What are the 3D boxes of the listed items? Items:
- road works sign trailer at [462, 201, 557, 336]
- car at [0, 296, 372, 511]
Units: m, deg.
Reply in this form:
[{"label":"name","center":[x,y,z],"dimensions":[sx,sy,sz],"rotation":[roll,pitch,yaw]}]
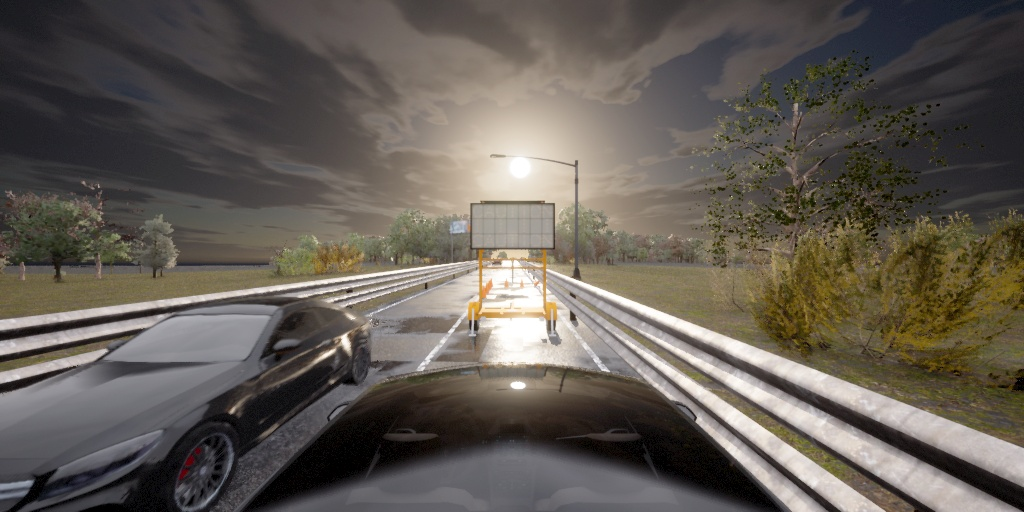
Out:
[{"label":"road works sign trailer","center":[0.021,0.218,10.343],"dimensions":[2.380,3.560,2.880],"rotation":[0,0,0]},{"label":"car","center":[-3.247,1.277,4.309],"dimensions":[1.812,1.442,4.674],"rotation":[0,0,0]}]
